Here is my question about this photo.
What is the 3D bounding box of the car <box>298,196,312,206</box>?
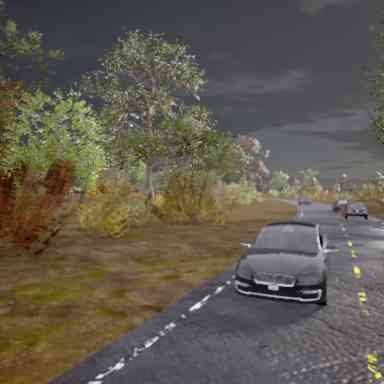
[{"bbox_3d":[20.924,1.575,61.599,2.097,1.767,4.553,0,0,14],"label":"car"}]

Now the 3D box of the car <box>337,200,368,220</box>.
[{"bbox_3d":[14.677,1.670,30.122,2.033,1.411,5.357,0,0,20],"label":"car"}]

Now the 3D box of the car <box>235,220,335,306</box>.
[{"bbox_3d":[2.497,1.535,8.399,1.837,1.490,4.892,0,0,24],"label":"car"}]

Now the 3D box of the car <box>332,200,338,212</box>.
[{"bbox_3d":[18.119,1.685,40.252,1.812,1.442,4.674,0,0,17],"label":"car"}]
